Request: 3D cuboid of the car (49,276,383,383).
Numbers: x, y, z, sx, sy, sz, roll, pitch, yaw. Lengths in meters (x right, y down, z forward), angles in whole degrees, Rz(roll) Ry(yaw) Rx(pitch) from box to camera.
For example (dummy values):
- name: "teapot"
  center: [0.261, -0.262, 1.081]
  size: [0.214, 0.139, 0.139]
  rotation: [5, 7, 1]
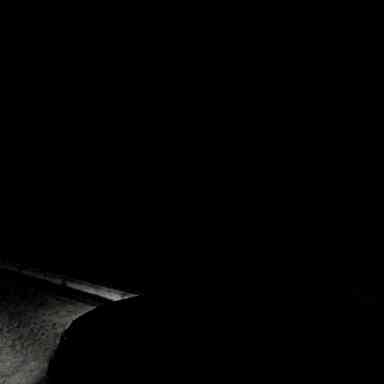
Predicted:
- name: "car"
  center: [0.715, 1.520, 2.868]
  size: [4.674, 1.442, 1.812]
  rotation: [0, 0, 36]
